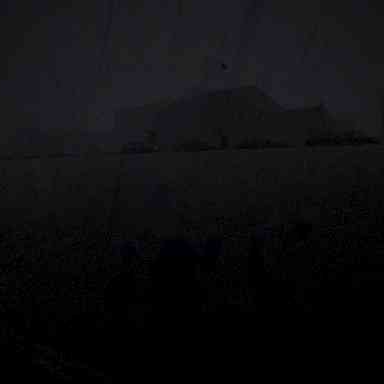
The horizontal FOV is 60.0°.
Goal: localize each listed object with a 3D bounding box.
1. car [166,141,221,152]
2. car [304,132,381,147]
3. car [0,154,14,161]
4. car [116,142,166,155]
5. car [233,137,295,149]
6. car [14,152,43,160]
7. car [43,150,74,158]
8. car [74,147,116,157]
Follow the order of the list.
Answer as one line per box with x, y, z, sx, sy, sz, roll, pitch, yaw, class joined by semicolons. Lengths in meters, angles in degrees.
0.611;-3.563;28.043;4.792;1.488;2.163;1;1;29;car
10.306;-3.365;22.979;4.892;1.521;2.231;1;1;27;car
-23.061;-4.142;42.715;4.892;1.521;2.231;1;1;34;car
-4.382;-3.837;30.843;4.553;1.767;2.185;1;1;31;car
5.474;-3.439;25.437;4.674;1.452;2.002;1;1;28;car
-18.495;-4.050;39.616;4.892;1.521;2.231;1;1;34;car
-13.848;-3.901;36.588;4.674;1.452;2.002;1;1;33;car
-9.136;-3.826;33.659;5.008;1.535;2.097;1;1;32;car
